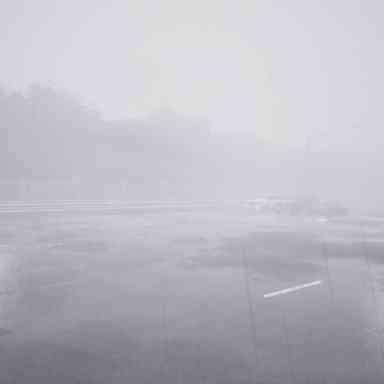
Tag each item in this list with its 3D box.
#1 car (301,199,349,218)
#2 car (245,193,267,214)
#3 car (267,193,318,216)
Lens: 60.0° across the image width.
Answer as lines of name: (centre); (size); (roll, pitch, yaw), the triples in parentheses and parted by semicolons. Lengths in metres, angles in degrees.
car: (12.026, 1.537, 29.449); (4.181, 1.385, 1.994); (0, 0, -37)
car: (8.163, 1.170, 35.320); (5.566, 2.045, 2.150); (1, 0, -38)
car: (10.268, 1.174, 32.506); (5.566, 2.045, 2.150); (0, 0, -37)
